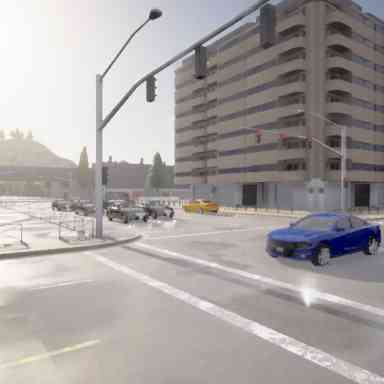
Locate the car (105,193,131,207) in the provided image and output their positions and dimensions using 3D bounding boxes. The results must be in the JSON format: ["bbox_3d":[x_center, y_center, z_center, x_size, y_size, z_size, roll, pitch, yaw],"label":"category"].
[{"bbox_3d":[-12.072,1.276,54.213,2.150,2.045,5.566,0,0,-35],"label":"car"}]

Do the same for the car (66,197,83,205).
[{"bbox_3d":[-22.008,1.619,62.189,1.994,1.385,4.181,0,0,-35],"label":"car"}]

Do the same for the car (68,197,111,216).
[{"bbox_3d":[-10.309,1.547,33.209,2.128,1.511,4.902,0,0,-35],"label":"car"}]

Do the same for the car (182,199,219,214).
[{"bbox_3d":[0.836,1.533,35.865,1.882,1.535,5.008,0,0,-35],"label":"car"}]

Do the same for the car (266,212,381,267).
[{"bbox_3d":[4.730,1.501,11.738,5.008,1.535,1.882,0,0,-36],"label":"car"}]

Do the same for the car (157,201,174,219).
[{"bbox_3d":[-3.395,1.547,29.499,2.128,1.511,4.902,0,0,-35],"label":"car"}]

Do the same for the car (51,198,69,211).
[{"bbox_3d":[-16.115,1.547,41.424,2.128,1.511,4.902,0,0,-35],"label":"car"}]

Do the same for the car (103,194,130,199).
[{"bbox_3d":[-9.095,1.277,37.551,2.150,2.045,5.566,0,0,-35],"label":"car"}]

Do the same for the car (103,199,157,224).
[{"bbox_3d":[-5.063,1.547,25.796,2.128,1.511,4.902,0,0,-35],"label":"car"}]
